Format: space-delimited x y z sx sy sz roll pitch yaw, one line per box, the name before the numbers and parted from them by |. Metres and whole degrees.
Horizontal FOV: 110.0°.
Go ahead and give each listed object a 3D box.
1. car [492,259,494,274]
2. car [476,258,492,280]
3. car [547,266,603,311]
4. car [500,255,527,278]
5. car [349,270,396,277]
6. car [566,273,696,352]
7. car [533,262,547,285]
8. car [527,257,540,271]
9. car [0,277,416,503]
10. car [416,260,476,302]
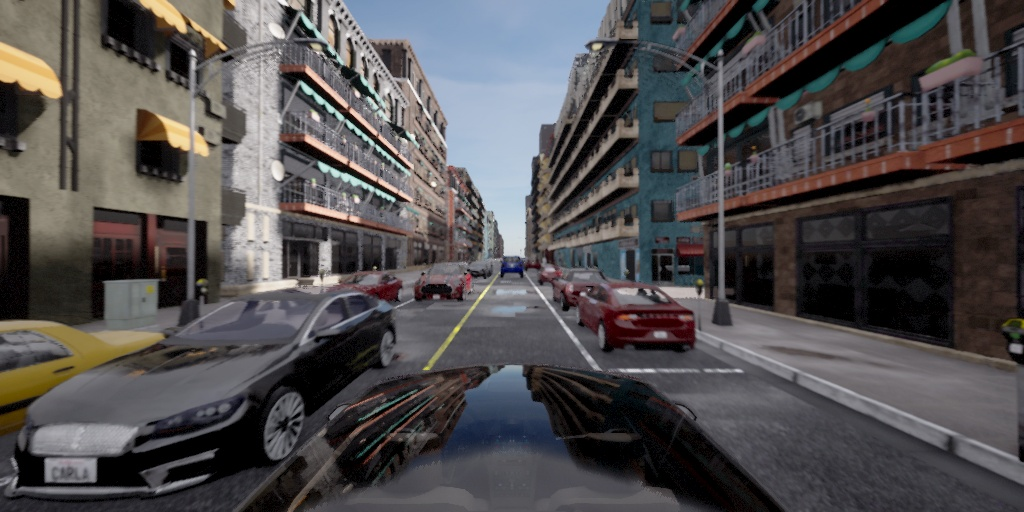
car | -3.000 1.251 38.866 1.837 1.490 4.892 0 0 0
car | -3.000 1.161 30.982 1.837 1.490 4.892 0 0 0
car | 2.692 1.186 14.266 1.967 1.591 4.097 0 0 0
car | 0.003 0.964 34.280 2.150 2.045 5.566 0 0 0
car | -5.689 1.292 14.280 1.888 1.381 4.507 0 0 0
car | 2.692 1.293 8.742 1.888 1.381 4.507 0 0 0
car | 2.692 1.325 25.312 1.802 1.307 4.207 0 0 0
car | 2.693 1.055 47.407 2.192 1.841 5.009 0 0 0
car | -3.097 1.241 4.967 2.128 1.511 4.902 0 0 0
car | -3.097 1.098 16.917 2.097 1.767 4.553 0 0 0
